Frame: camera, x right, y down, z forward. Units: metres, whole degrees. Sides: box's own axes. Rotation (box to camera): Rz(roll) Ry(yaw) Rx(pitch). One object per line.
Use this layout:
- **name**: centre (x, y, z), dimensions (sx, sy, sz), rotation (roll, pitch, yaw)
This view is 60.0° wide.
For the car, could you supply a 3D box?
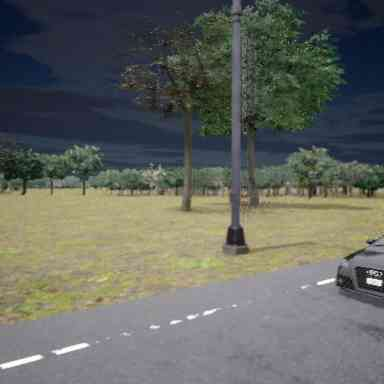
- **car**: centre (5.213, 1.599, 7.709), dimensions (4.181, 1.385, 1.994), rotation (0, 0, -36)
